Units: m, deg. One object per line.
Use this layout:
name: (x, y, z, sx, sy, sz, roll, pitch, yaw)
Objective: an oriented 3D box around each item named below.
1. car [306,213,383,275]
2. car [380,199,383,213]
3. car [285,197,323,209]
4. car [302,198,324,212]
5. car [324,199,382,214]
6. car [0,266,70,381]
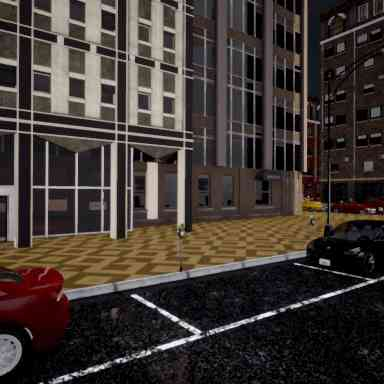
car: (5.441, 1.567, 10.462, 4.313, 1.339, 1.947, 0, 0, -36)
car: (19.573, 1.456, 36.366, 1.882, 1.535, 5.008, 0, 0, -36)
car: (15.563, 1.500, 46.369, 1.752, 1.417, 4.829, 0, 0, -36)
car: (12.271, 1.467, 36.600, 1.752, 1.417, 4.829, 0, 0, -36)
car: (15.480, 1.535, 32.142, 1.802, 1.307, 4.206, 0, 0, -36)
car: (-3.808, 1.545, 3.837, 4.507, 1.381, 1.887, 0, 0, -36)
